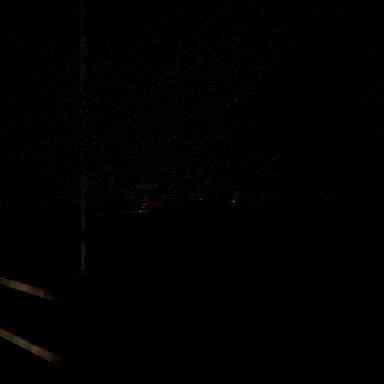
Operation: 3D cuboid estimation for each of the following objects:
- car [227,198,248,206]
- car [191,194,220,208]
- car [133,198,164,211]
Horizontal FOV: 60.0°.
[{"bbox_3d":[8.197,1.722,60.210,2.033,1.411,5.357,-3,-2,36],"label":"car"},{"bbox_3d":[2.134,1.383,51.706,2.150,2.045,5.566,-3,-2,36],"label":"car"},{"bbox_3d":[-5.887,1.641,45.466,2.097,1.767,4.553,-3,-2,36],"label":"car"}]
